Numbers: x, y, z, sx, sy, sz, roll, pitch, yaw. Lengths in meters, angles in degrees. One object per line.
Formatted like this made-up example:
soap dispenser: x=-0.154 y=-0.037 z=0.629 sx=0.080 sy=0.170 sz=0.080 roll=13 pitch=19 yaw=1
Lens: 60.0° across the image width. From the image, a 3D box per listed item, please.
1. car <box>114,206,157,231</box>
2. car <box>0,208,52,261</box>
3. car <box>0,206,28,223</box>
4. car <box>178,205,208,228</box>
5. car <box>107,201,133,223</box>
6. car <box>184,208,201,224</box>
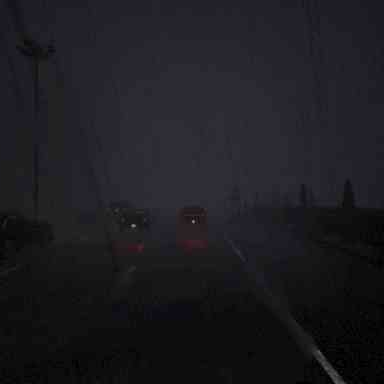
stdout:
car: x=-3.409 y=1.756 z=21.668 sx=1.895 sy=1.301 sz=4.718 roll=0 pitch=-2 yaw=0
car: x=-6.906 y=1.513 z=12.360 sx=2.128 sy=1.511 sz=4.902 roll=0 pitch=0 yaw=0
car: x=-21.065 y=2.634 z=38.286 sx=2.097 sy=1.767 sz=4.553 roll=0 pitch=-6 yaw=0
car: x=0.091 y=1.741 z=23.793 sx=1.837 sy=1.490 sz=4.892 roll=0 pitch=-2 yaw=0
car: x=-6.912 y=2.040 z=33.294 sx=2.150 sy=2.045 sz=5.566 roll=0 pitch=-5 yaw=0
car: x=0.085 y=3.077 z=42.261 sx=2.097 sy=1.767 sz=4.553 roll=0 pitch=-7 yaw=0
